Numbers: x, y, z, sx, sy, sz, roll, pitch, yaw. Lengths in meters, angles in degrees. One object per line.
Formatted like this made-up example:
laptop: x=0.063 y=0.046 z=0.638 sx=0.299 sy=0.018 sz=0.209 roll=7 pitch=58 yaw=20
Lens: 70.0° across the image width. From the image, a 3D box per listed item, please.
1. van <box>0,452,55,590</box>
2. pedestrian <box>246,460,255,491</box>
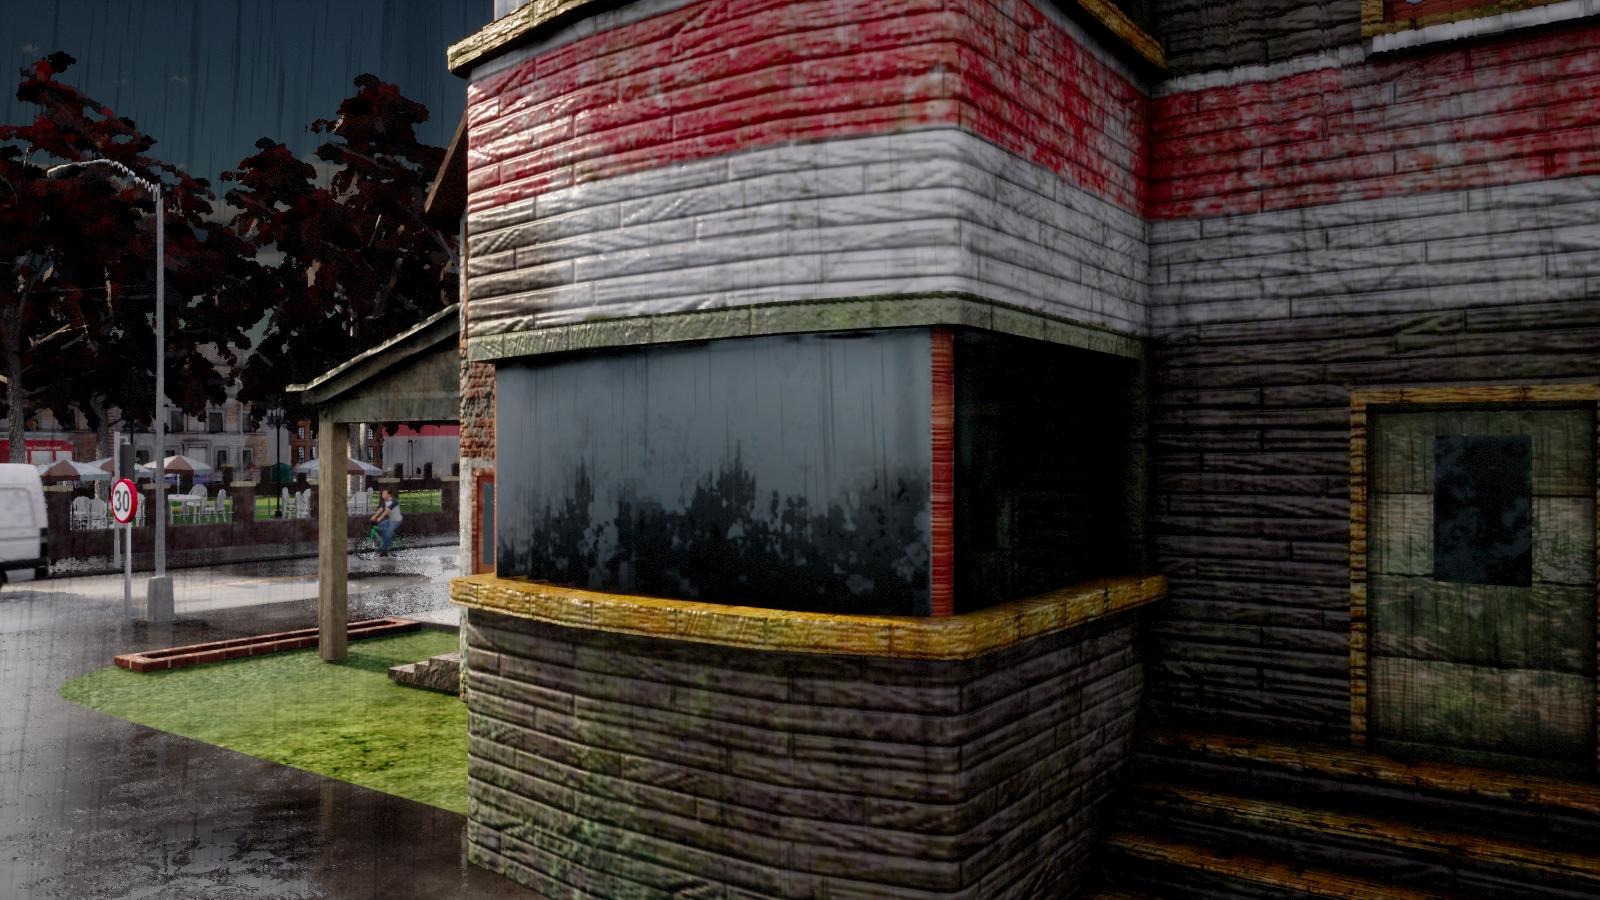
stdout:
van: x=-16.866 y=1.315 z=20.173 sx=1.988 sy=2.561 sz=5.915 roll=0 pitch=0 yaw=35
pedestrian: x=-32.947 y=1.524 z=68.521 sx=0.375 sy=1.860 sz=0.375 roll=0 pitch=0 yaw=-38
